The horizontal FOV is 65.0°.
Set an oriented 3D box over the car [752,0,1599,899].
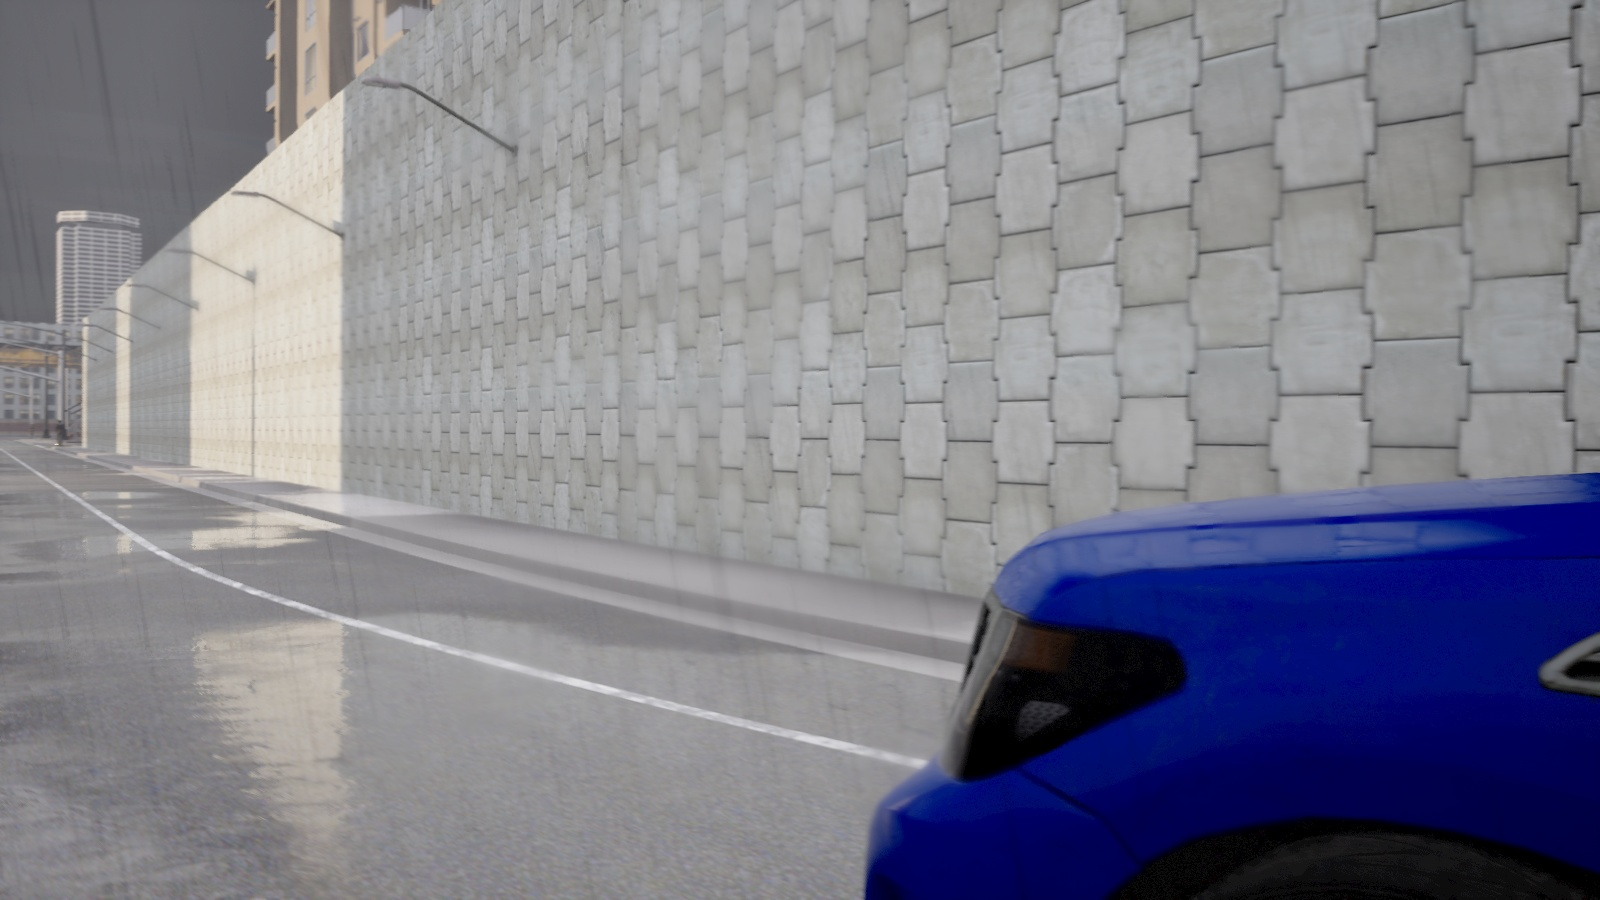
[{"bbox_3d":[2.872,0.407,1.651,5.566,2.045,2.150,0,1,30],"label":"car"}]
